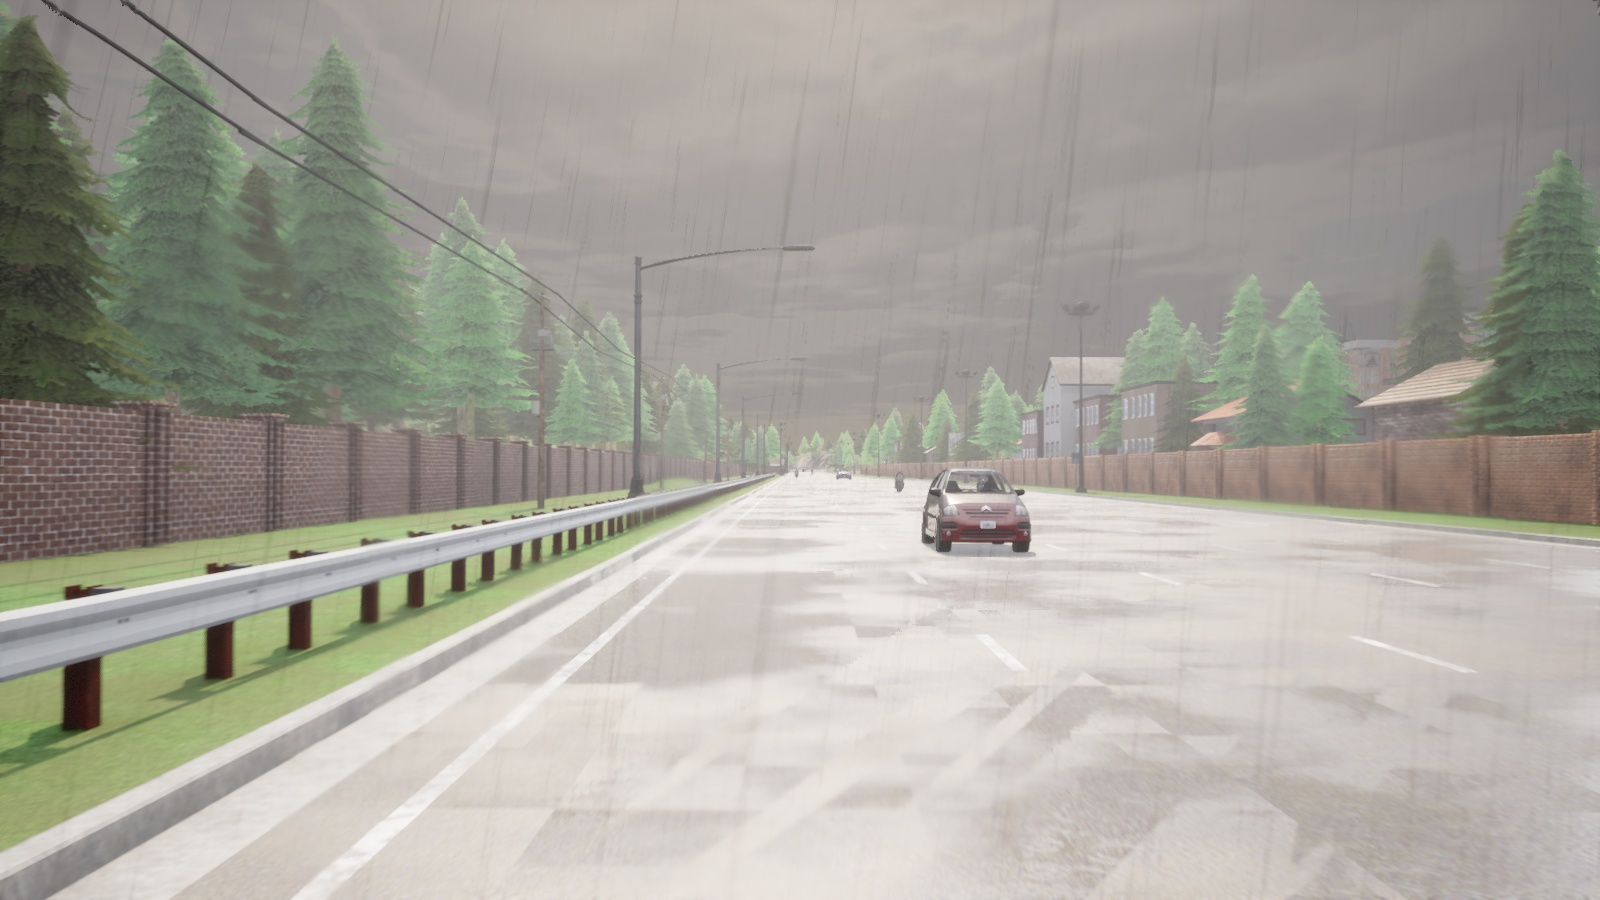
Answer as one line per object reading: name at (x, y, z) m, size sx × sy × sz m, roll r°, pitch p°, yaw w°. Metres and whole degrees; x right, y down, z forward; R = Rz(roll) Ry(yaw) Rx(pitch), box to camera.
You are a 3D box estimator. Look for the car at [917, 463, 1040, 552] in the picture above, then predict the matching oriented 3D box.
car at (3.439, 1.075, 24.915) m, size 1.851 × 1.617 × 3.988 m, roll 0°, pitch -1°, yaw 0°
